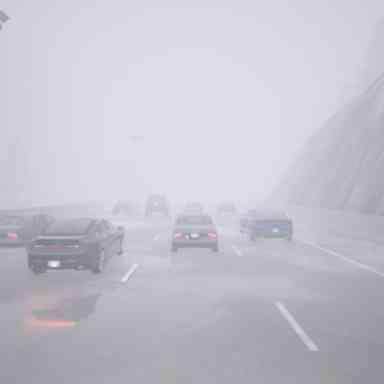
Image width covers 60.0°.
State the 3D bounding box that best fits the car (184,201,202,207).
[{"bbox_3d":[0.127,1.650,35.154,1.994,1.385,4.181,0,0,0],"label":"car"}]

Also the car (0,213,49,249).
[{"bbox_3d":[-6.902,1.582,14.131,2.033,1.411,5.357,0,0,0],"label":"car"}]

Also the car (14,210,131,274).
[{"bbox_3d":[-3.401,1.531,10.624,1.837,1.490,4.892,0,0,0],"label":"car"}]

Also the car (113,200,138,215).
[{"bbox_3d":[-6.879,1.589,34.648,1.837,1.490,4.892,0,0,0],"label":"car"}]

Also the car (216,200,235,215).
[{"bbox_3d":[3.619,1.613,35.665,1.812,1.442,4.674,0,0,0],"label":"car"}]

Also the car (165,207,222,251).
[{"bbox_3d":[0.098,1.582,14.207,2.033,1.411,5.357,0,0,0],"label":"car"}]

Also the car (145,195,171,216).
[{"bbox_3d":[-3.389,1.304,33.790,2.150,2.045,5.566,0,0,0],"label":"car"}]

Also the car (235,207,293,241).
[{"bbox_3d":[3.598,1.519,16.827,1.882,1.535,5.008,0,0,0],"label":"car"}]
